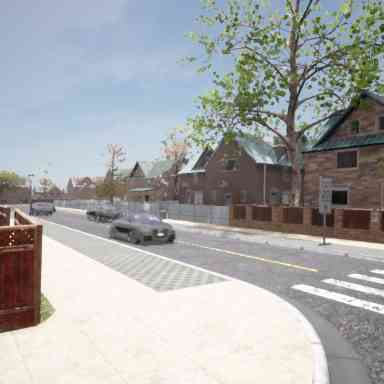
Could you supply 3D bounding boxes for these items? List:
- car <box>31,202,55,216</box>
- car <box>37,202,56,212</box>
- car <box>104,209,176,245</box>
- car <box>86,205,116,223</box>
[{"bbox_3d":[-17.411,1.975,38.551,1.837,1.490,4.892,2,-2,-34],"label":"car"},{"bbox_3d":[-22.392,2.277,51.041,1.994,1.385,4.181,2,-2,-34],"label":"car"},{"bbox_3d":[-2.515,1.726,16.503,1.994,1.385,4.181,2,-2,-34],"label":"car"},{"bbox_3d":[-8.061,1.886,29.929,2.128,1.511,4.902,2,-2,-34],"label":"car"}]
